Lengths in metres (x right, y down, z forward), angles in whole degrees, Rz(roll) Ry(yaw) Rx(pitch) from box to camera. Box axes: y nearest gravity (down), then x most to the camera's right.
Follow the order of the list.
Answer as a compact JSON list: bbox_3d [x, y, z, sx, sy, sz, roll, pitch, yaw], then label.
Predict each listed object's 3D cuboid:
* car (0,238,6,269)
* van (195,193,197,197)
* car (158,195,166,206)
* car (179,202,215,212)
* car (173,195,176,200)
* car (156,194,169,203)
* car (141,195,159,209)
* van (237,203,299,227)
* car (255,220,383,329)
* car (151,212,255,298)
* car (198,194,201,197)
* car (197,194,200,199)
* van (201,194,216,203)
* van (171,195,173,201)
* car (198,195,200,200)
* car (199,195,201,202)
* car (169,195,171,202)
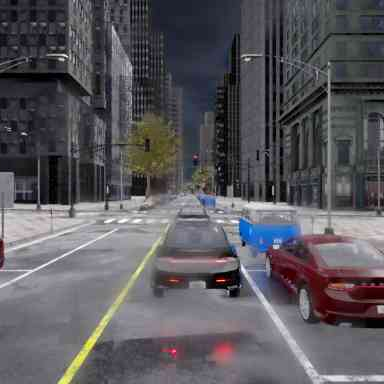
[{"bbox_3d":[-5.791,1.545,6.992,1.887,1.381,4.507,0,0,0],"label":"car"},{"bbox_3d":[2.569,1.422,93.807,1.690,1.788,3.998,0,0,0],"label":"van"},{"bbox_3d":[-5.876,1.574,55.665,1.887,1.381,4.507,0,0,0],"label":"car"},{"bbox_3d":[0.048,1.495,17.913,2.128,1.511,4.902,0,0,1],"label":"car"},{"bbox_3d":[-5.943,1.637,87.398,1.947,1.339,4.313,0,0,0],"label":"car"},{"bbox_3d":[-5.887,1.350,60.954,2.192,1.841,5.009,0,0,0],"label":"car"},{"bbox_3d":[-5.860,1.546,44.915,1.752,1.417,4.829,0,0,0],"label":"car"},{"bbox_3d":[2.754,1.343,12.516,1.690,1.788,3.998,0,0,0],"label":"van"},{"bbox_3d":[2.764,1.545,6.991,1.887,1.381,4.507,0,0,0],"label":"car"},{"bbox_3d":[0.083,1.493,8.527,2.128,1.511,4.902,0,0,0],"label":"car"},{"bbox_3d":[2.625,1.624,66.741,1.802,1.307,4.206,0,0,0],"label":"car"},{"bbox_3d":[2.614,1.600,72.153,2.008,1.369,4.403,0,0,0],"label":"car"},{"bbox_3d":[2.660,1.366,50.501,1.690,1.788,3.998,0,0,0],"label":"van"},{"bbox_3d":[-5.920,1.397,76.821,1.690,1.788,3.998,0,0,0],"label":"van"},{"bbox_3d":[2.637,1.580,61.327,1.887,1.381,4.507,0,0,0],"label":"car"},{"bbox_3d":[2.648,1.596,55.914,1.947,1.339,4.313,0,0,0],"label":"car"},{"bbox_3d":[-5.899,1.592,66.243,2.008,1.369,4.403,0,0,0],"label":"car"}]
